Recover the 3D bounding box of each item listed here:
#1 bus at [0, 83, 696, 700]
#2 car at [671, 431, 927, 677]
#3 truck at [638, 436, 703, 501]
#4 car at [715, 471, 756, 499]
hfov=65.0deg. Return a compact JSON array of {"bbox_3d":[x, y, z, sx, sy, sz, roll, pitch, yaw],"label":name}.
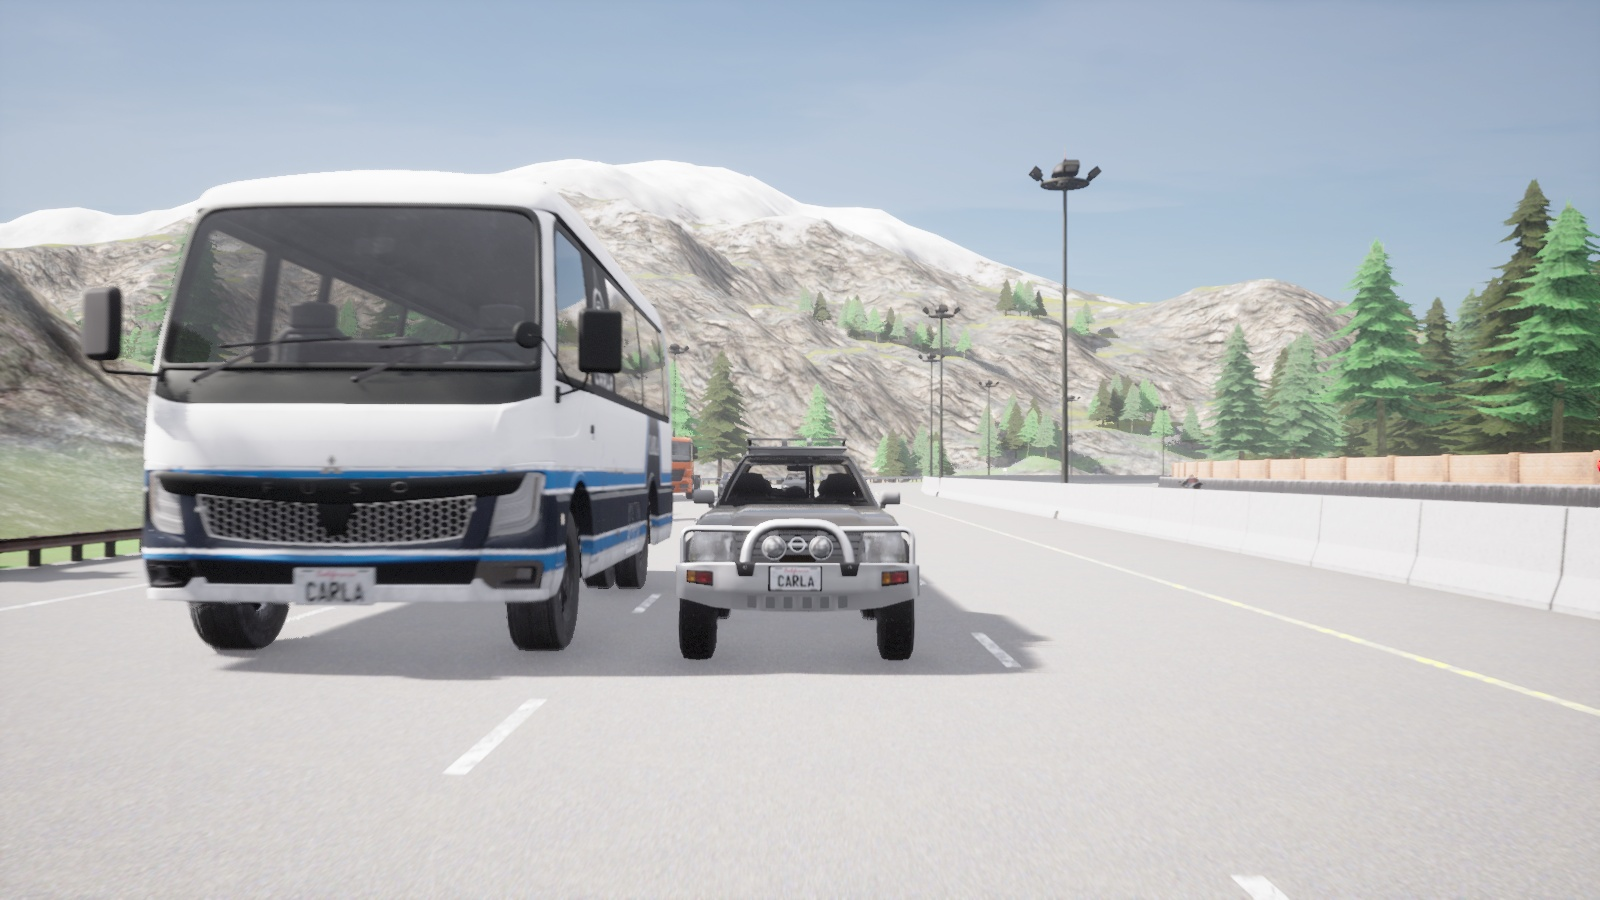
[{"bbox_3d":[-3.539,-0.317,13.802,3.944,4.253,10.273,0,-1,0],"label":"bus"},{"bbox_3d":[-0.025,0.830,11.815,1.932,1.855,4.605,0,-1,0],"label":"car"},{"bbox_3d":[-7.178,1.045,70.695,2.891,3.462,7.936,0,-1,0],"label":"truck"},{"bbox_3d":[-3.676,1.995,72.275,2.128,1.511,4.902,0,-1,0],"label":"car"}]
